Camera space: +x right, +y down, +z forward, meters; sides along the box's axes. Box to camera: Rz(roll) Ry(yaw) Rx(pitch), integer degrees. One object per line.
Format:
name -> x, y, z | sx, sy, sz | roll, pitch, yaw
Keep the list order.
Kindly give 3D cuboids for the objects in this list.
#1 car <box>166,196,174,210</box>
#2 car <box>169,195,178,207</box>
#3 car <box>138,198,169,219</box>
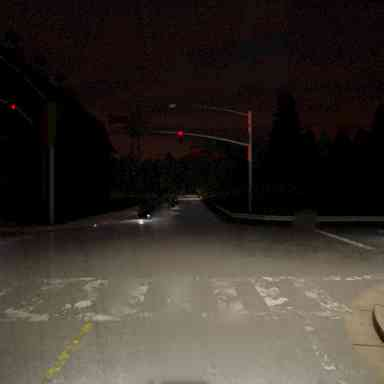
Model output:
car -> -3.531, 1.505, 39.566 | 1.837, 1.490, 4.892 | 0, 0, 0
car -> -3.508, 1.526, 48.863 | 1.812, 1.442, 4.674 | 0, 0, 0
car -> -3.548, 1.547, 29.821 | 2.033, 1.411, 5.357 | 0, 0, 0
